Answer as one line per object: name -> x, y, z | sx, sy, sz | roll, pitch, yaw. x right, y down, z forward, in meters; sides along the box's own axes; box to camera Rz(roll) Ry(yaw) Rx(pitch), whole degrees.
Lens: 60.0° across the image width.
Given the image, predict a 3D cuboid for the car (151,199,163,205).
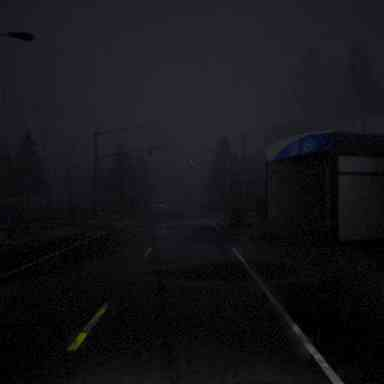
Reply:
car -> -8.320, 2.280, 78.885 | 2.033, 1.411, 5.357 | 0, -1, -20
